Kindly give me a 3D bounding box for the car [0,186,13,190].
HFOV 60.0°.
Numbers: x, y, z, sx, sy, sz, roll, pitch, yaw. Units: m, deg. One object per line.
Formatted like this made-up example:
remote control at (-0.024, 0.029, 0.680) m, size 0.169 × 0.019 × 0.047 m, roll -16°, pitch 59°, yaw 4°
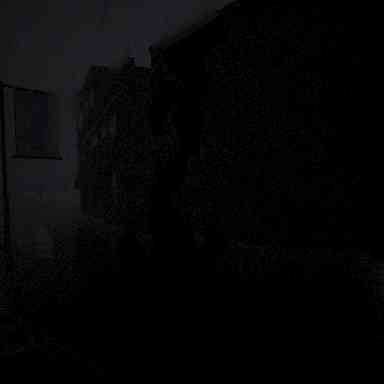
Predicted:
car at (-46.759, -0.704, 80.764) m, size 2.231 × 1.521 × 4.892 m, roll -4°, pitch -3°, yaw 6°
